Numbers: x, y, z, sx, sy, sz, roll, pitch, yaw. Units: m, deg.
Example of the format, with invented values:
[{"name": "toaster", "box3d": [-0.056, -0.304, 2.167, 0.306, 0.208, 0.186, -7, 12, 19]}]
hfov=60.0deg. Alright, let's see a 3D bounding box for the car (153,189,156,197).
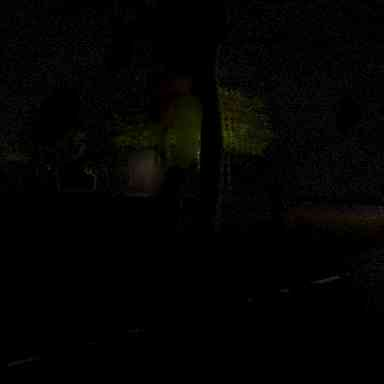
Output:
[{"name": "car", "box3d": [-5.775, 0.052, 64.567, 2.097, 1.767, 4.553, -1, 2, -33]}]
